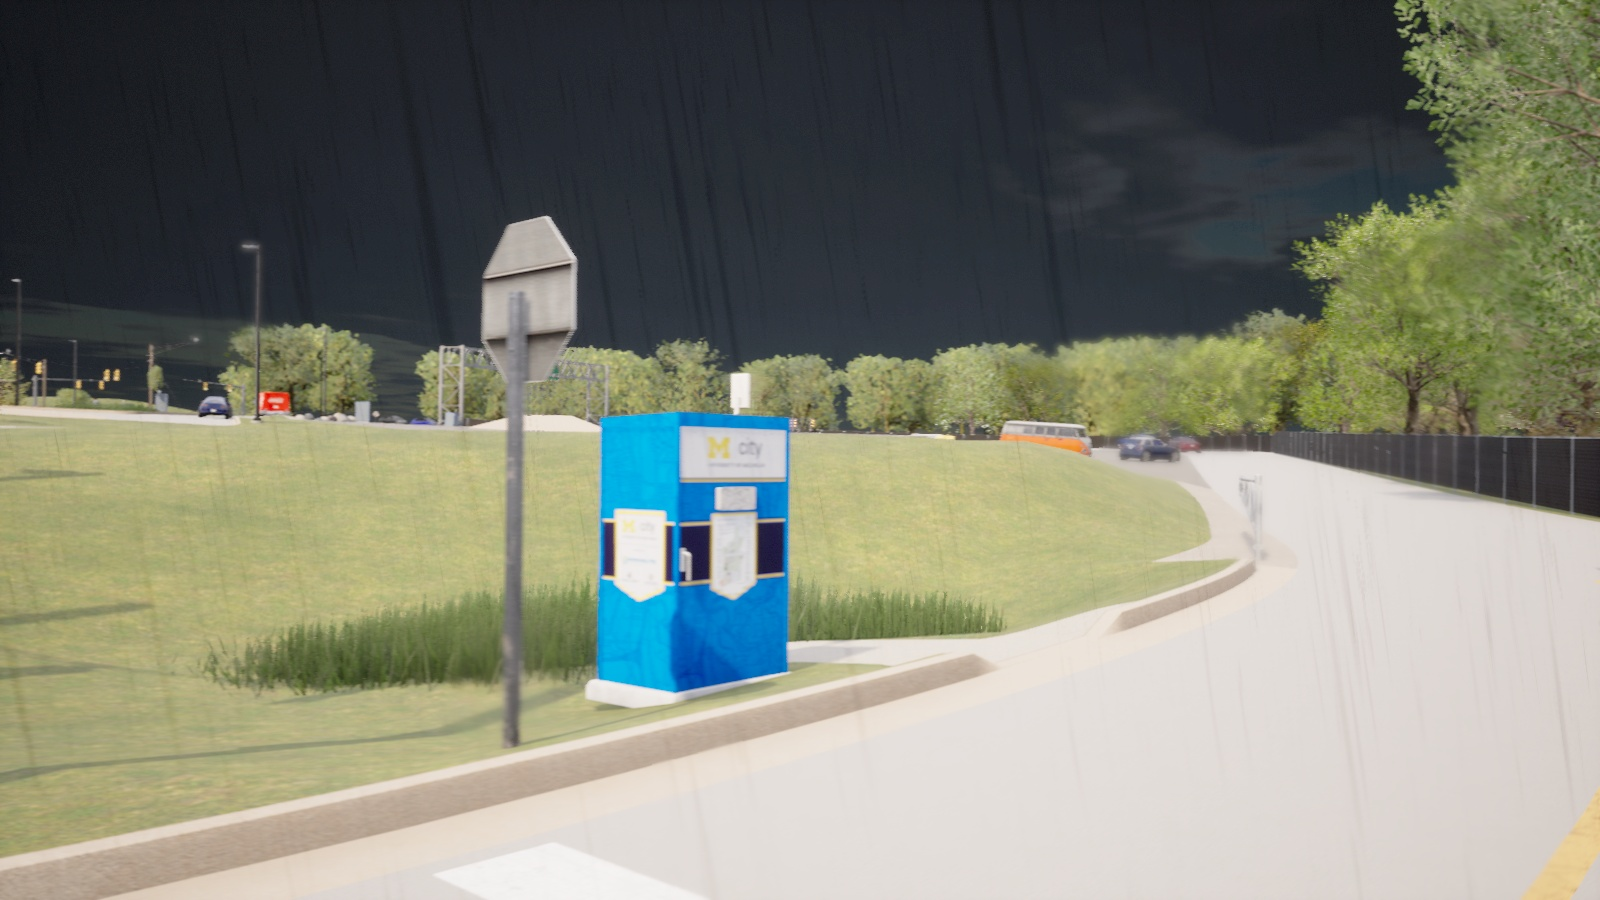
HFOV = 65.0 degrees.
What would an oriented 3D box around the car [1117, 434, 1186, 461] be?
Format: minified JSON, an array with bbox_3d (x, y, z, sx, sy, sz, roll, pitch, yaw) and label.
[{"bbox_3d":[21.530,-0.142,76.907,3.806,1.475,1.970,1,3,-34],"label":"car"}]

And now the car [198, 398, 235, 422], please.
[{"bbox_3d":[-39.176,-2.695,84.425,1.812,1.442,4.674,4,1,-21],"label":"car"}]

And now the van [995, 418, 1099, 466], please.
[{"bbox_3d":[11.898,-0.385,60.549,4.442,1.987,1.775,5,1,32],"label":"van"}]
